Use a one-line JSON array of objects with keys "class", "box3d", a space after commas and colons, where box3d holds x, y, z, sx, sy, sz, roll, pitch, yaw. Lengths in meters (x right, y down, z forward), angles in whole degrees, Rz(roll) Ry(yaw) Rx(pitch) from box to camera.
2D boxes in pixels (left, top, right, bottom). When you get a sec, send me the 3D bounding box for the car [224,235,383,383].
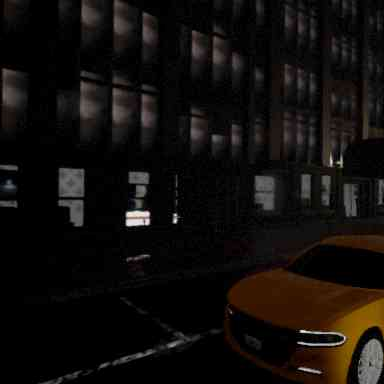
[{"class": "car", "box3d": [2.746, 1.478, 5.336, 5.008, 1.535, 1.882, 0, 0, -35]}]
